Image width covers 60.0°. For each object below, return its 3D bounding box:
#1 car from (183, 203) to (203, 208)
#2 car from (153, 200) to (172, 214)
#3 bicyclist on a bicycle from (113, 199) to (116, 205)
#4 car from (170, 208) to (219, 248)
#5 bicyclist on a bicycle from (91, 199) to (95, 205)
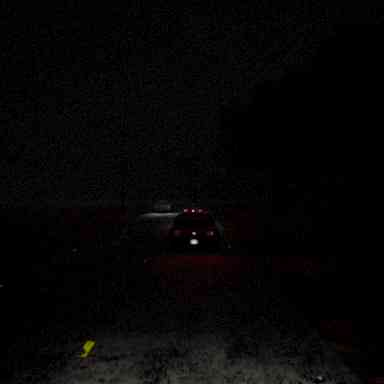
[{"bbox_3d":[0.103,1.649,30.212,1.895,1.301,4.718,0,0,0],"label":"car"},{"bbox_3d":[-3.305,1.640,37.857,1.812,1.442,4.674,0,0,-3],"label":"car"},{"bbox_3d":[-19.398,2.566,83.146,1.656,1.620,0.582,-2,-4,44],"label":"bicyclist on a bicycle"},{"bbox_3d":[0.099,1.575,14.665,1.895,1.301,4.718,0,0,0],"label":"car"},{"bbox_3d":[-26.563,2.672,89.105,1.843,1.776,0.659,-1,-3,36],"label":"bicyclist on a bicycle"}]
